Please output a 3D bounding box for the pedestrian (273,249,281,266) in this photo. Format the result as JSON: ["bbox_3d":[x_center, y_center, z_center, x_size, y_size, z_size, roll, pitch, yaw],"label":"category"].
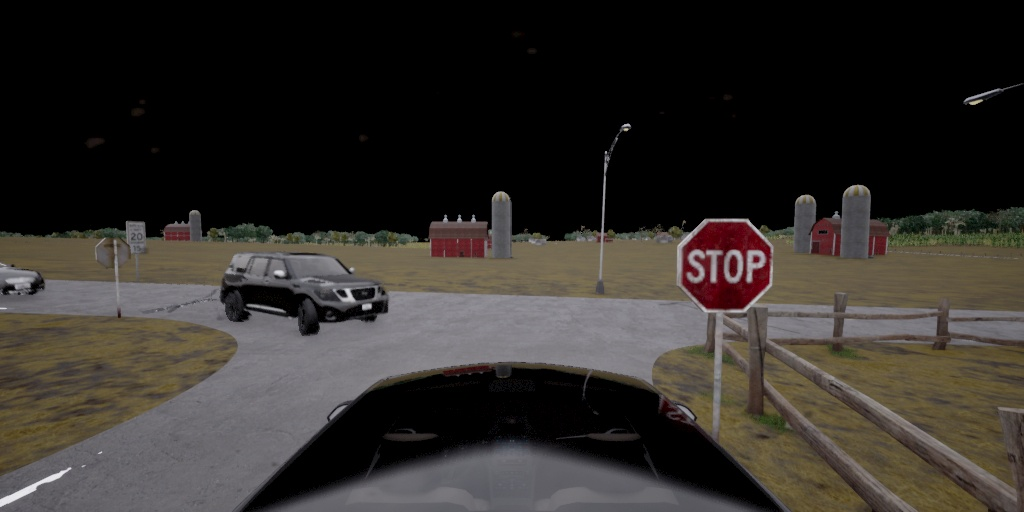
[{"bbox_3d":[-11.996,0.536,18.370,0.375,1.860,0.375,0,1,0],"label":"pedestrian"}]

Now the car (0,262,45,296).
[{"bbox_3d":[-19.417,0.708,12.458,4.902,1.511,2.128,2,3,0],"label":"car"}]

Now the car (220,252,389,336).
[{"bbox_3d":[-6.225,0.920,10.620,5.566,2.045,2.150,1,1,27],"label":"car"}]
